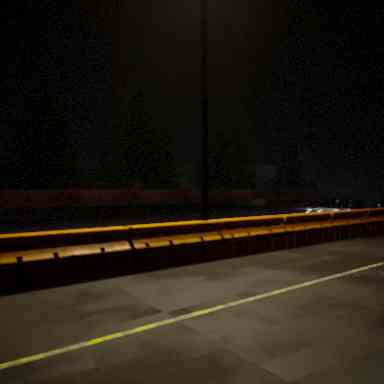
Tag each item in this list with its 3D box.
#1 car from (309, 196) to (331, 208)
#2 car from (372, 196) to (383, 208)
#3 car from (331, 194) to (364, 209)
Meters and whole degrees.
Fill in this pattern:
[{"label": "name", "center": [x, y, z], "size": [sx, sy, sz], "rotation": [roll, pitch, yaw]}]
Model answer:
[{"label": "car", "center": [17.370, 1.232, 44.029], "size": [5.008, 1.535, 1.882], "rotation": [-1, 0, -44]}, {"label": "car", "center": [23.368, 1.230, 40.083], "size": [4.902, 1.511, 2.128], "rotation": [0, 0, -44]}, {"label": "car", "center": [19.574, 1.104, 41.306], "size": [4.553, 1.767, 2.097], "rotation": [-1, 0, -44]}]
